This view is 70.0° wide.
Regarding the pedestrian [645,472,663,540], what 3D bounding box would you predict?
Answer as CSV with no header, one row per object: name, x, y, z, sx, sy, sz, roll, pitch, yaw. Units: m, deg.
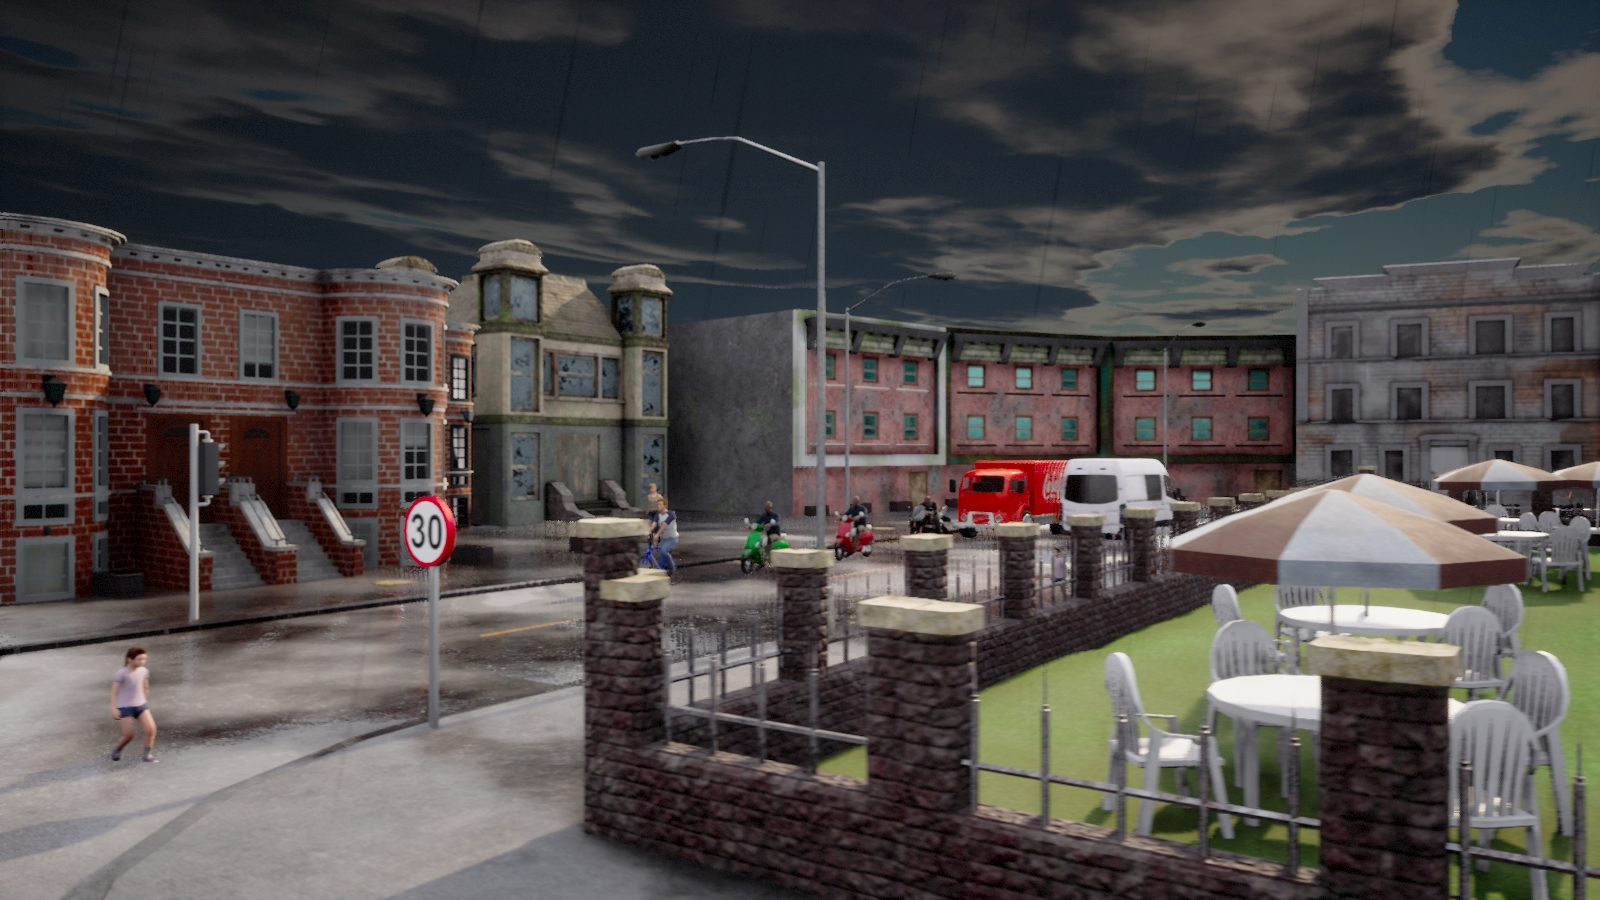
pedestrian,-3.985,1.525,31.265,0.375,1.860,0.375,0,0,14

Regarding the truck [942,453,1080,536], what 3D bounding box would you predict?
truck,6.964,1.348,37.226,2.627,2.467,5.204,0,0,33

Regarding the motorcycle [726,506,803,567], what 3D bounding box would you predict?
motorcycle,-0.791,1.962,26.281,0.856,1.236,1.805,0,0,35

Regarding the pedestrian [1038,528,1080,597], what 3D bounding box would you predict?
pedestrian,4.395,1.903,19.365,0.500,1.100,0.500,0,0,-41

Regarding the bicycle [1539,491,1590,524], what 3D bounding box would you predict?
bicycle,27.167,2.036,40.599,1.487,1.080,0.859,0,0,34

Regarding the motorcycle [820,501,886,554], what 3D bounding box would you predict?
motorcycle,1.383,1.962,29.378,0.856,1.236,1.805,0,0,35

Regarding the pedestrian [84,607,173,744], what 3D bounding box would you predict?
pedestrian,-6.025,2.008,10.261,0.500,1.100,0.500,0,0,26

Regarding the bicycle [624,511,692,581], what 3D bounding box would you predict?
bicycle,-2.883,1.936,23.293,0.373,1.296,1.643,0,0,35

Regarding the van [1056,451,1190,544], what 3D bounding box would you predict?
van,9.867,1.314,34.497,1.988,2.561,5.915,0,0,36

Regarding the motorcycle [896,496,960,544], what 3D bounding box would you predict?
motorcycle,3.684,1.985,32.773,0.867,1.251,2.209,0,0,35
